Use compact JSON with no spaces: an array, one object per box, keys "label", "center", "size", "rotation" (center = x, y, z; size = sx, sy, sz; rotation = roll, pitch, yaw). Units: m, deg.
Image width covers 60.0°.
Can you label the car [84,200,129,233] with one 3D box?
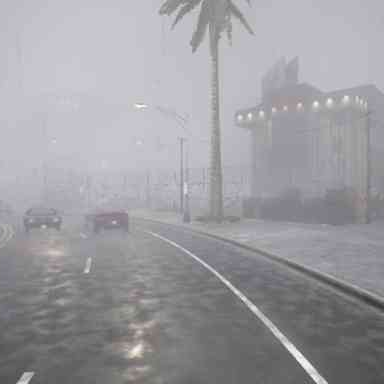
[{"label":"car","center":[-5.206,1.473,19.858],"size":[1.882,1.535,5.008],"rotation":[0,0,-26]}]

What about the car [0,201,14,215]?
[{"label":"car","center":[-18.996,1.540,32.106],"size":[5.357,1.411,2.033],"rotation":[0,0,44]}]

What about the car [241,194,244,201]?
[{"label":"car","center":[8.347,1.408,52.581],"size":[4.674,1.452,2.002],"rotation":[0,0,42]}]

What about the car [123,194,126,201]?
[{"label":"car","center":[-11.752,1.242,55.245],"size":[4.553,1.767,2.185],"rotation":[0,0,42]}]

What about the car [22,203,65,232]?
[{"label":"car","center":[-9.215,1.596,20.174],"size":[1.895,1.301,4.718],"rotation":[0,0,-29]}]

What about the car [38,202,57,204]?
[{"label":"car","center":[-14.234,1.593,32.301],"size":[1.895,1.301,4.718],"rotation":[0,0,-45]}]
